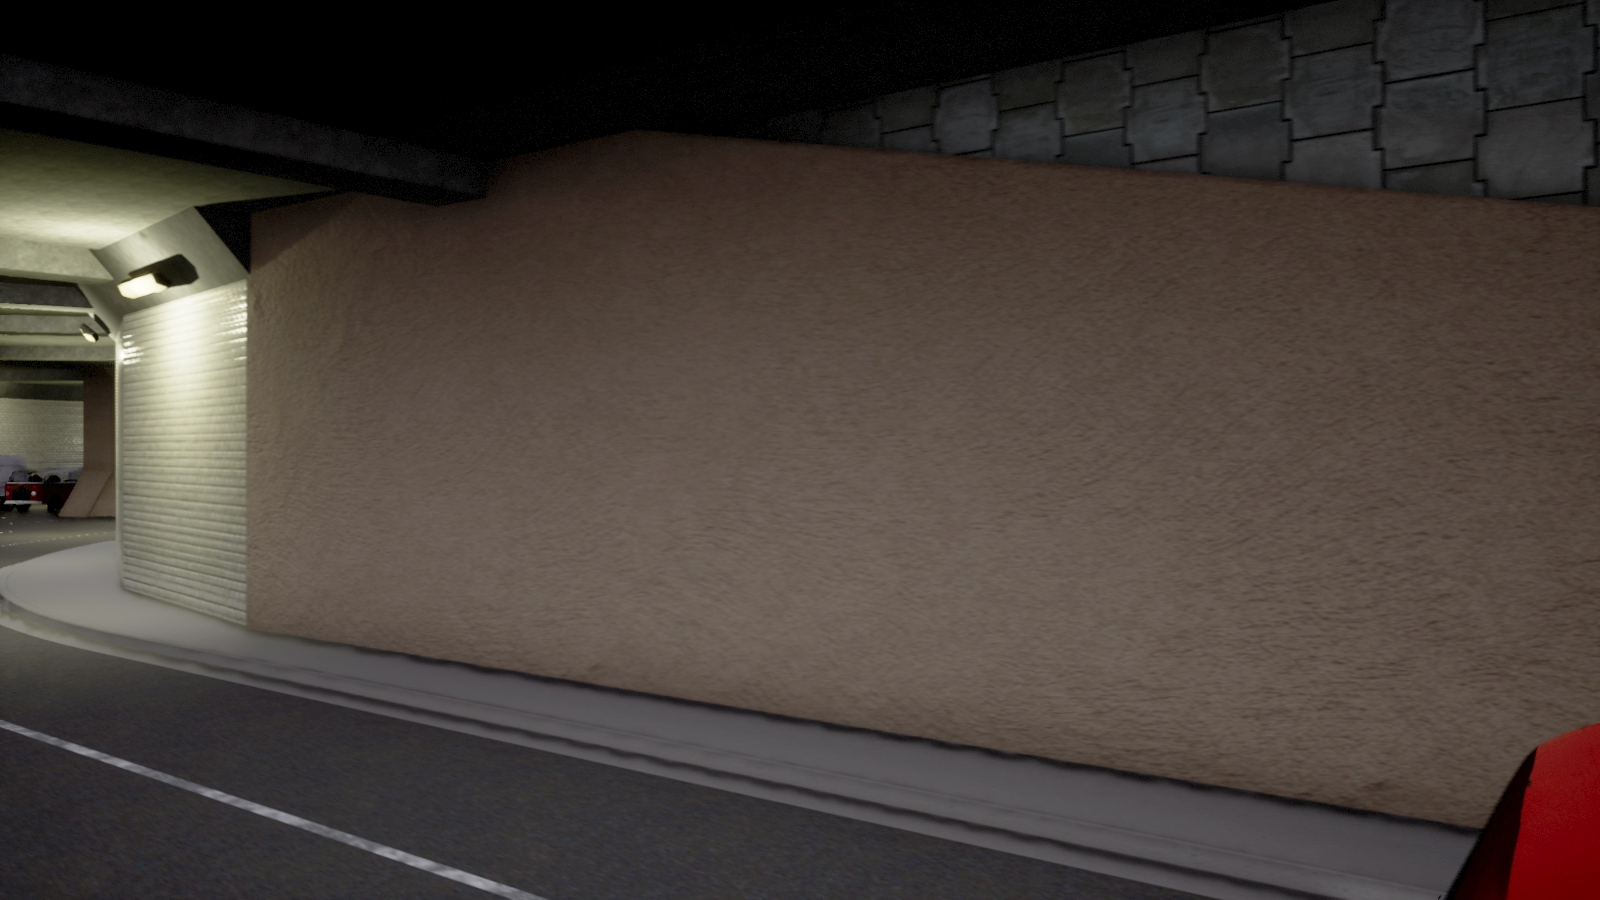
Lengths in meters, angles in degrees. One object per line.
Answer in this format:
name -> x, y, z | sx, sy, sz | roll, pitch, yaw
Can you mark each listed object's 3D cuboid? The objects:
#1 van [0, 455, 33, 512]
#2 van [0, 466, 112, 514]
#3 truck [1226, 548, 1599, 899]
van -> -37.272, 1.534, 50.477 | 1.988, 2.561, 5.915 | 0, 0, 12
van -> -34.097, 1.782, 52.449 | 2.069, 2.038, 4.480 | 0, 0, 5
truck -> 3.527, 1.568, 1.305 | 5.204, 2.467, 2.627 | 0, 0, 35
